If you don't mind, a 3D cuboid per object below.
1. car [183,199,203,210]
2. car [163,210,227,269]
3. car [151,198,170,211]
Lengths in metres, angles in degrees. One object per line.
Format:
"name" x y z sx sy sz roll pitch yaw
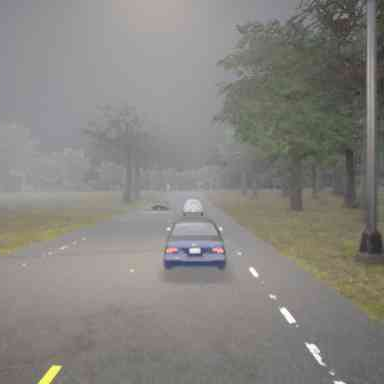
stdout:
"car" 0.106 1.440 32.452 1.812 1.442 4.674 0 1 0
"car" 0.087 1.574 11.170 2.033 1.411 5.357 0 0 0
"car" -3.582 1.399 38.808 2.033 1.411 5.357 0 1 0
